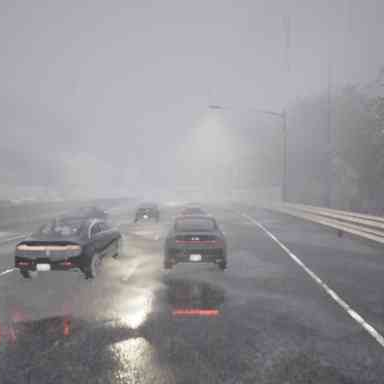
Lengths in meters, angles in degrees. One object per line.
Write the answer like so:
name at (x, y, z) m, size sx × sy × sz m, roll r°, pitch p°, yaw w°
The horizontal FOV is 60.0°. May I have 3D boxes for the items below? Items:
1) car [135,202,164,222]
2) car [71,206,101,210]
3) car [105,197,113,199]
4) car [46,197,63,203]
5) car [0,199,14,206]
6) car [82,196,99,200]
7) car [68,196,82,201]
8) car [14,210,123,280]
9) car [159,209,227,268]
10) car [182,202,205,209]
car at (-3.390, 1.561, 26.706) m, size 1.837 × 1.490 × 4.892 m, roll 0°, pitch 0°, yaw 0°
car at (-6.895, 1.592, 21.786) m, size 2.033 × 1.411 × 5.357 m, roll 0°, pitch 0°, yaw 0°
car at (-17.470, 1.766, 70.020) m, size 1.895 × 1.301 × 4.718 m, roll 0°, pitch 0°, yaw 0°
car at (-27.971, 1.755, 67.722) m, size 1.895 × 1.301 × 4.718 m, roll 0°, pitch 0°, yaw 0°
car at (-17.581, 1.416, 29.295) m, size 2.097 × 1.767 × 4.553 m, roll 0°, pitch 0°, yaw 0°
car at (-20.970, 1.671, 70.052) m, size 1.837 × 1.490 × 4.892 m, roll 0°, pitch 0°, yaw 0°
car at (-24.470, 1.672, 70.053) m, size 1.837 × 1.490 × 4.892 m, roll 0°, pitch 0°, yaw 0°
car at (-3.399, 1.512, 10.039) m, size 2.128 × 1.511 × 4.902 m, roll 0°, pitch 0°, yaw 0°
car at (0.102, 1.526, 11.346) m, size 1.837 × 1.490 × 4.892 m, roll 0°, pitch 0°, yaw 0°
car at (0.111, 1.585, 27.738) m, size 1.812 × 1.442 × 4.674 m, roll 0°, pitch 0°, yaw 0°
